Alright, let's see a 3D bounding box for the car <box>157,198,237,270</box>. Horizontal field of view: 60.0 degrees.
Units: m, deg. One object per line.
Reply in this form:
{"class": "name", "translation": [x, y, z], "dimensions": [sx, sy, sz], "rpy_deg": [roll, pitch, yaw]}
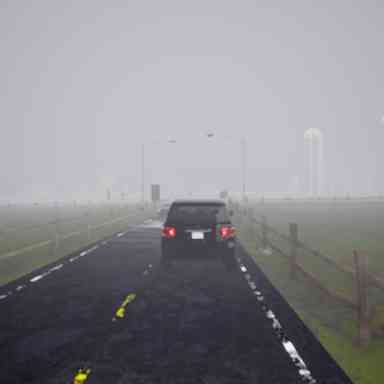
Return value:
{"class": "car", "translation": [0.250, 1.218, 11.202], "dimensions": [2.150, 2.045, 5.566], "rpy_deg": [0, 0, 2]}

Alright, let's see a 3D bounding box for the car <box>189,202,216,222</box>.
{"class": "car", "translation": [0.932, 1.554, 27.264], "dimensions": [1.994, 1.385, 4.181], "rpy_deg": [0, 0, 4]}

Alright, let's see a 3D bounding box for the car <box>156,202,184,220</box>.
{"class": "car", "translation": [-1.856, 1.591, 29.432], "dimensions": [1.895, 1.301, 4.718], "rpy_deg": [0, 0, 4]}
